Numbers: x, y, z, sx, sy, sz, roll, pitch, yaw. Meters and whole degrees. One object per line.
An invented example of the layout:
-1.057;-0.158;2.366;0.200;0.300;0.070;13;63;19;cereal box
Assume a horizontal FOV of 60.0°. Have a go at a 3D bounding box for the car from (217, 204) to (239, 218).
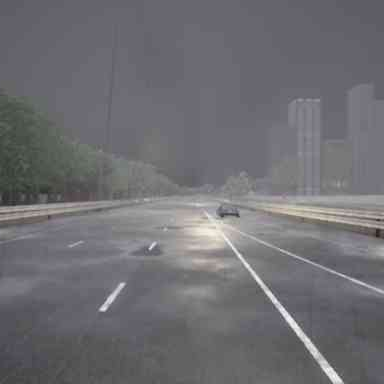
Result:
3.757;1.939;35.292;1.994;1.385;4.181;0;-1;-2;car
